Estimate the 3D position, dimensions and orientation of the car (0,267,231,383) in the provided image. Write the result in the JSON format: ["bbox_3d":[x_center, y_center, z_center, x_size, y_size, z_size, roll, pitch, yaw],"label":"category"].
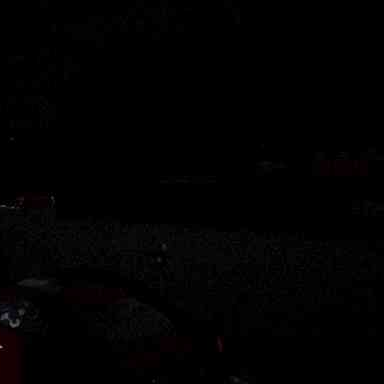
[{"bbox_3d":[-1.570,1.587,3.920,4.206,1.307,1.802,0,1,36],"label":"car"}]

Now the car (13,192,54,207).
[{"bbox_3d":[-19.573,0.827,41.205,2.097,1.767,4.553,1,2,35],"label":"car"}]
